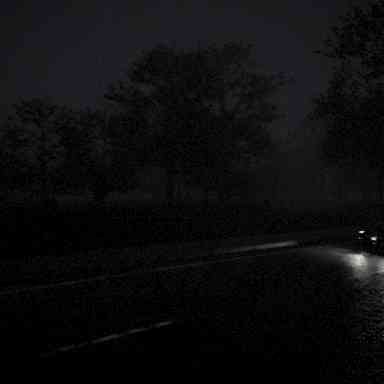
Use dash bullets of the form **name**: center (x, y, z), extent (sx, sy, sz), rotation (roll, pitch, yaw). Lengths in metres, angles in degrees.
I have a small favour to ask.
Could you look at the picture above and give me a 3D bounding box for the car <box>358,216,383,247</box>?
- **car**: center (8.796, 1.478, 13.434), extent (4.892, 1.490, 1.837), rotation (0, 0, -29)
